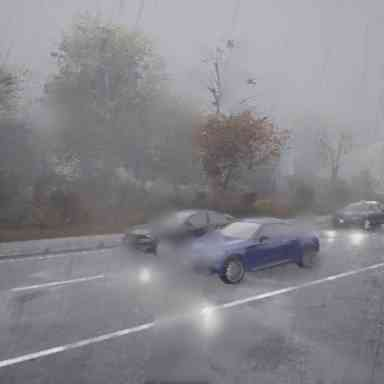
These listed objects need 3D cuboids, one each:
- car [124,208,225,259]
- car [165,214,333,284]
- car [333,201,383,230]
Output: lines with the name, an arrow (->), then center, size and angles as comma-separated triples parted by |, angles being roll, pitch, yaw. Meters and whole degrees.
car -> -0.068, 1.405, 12.491 | 5.008, 1.535, 1.882 | 0, 0, -35
car -> 1.776, 1.473, 9.510 | 4.674, 1.442, 1.812 | 0, 0, -35
car -> 10.233, 1.328, 19.704 | 4.892, 1.490, 1.837 | -1, 1, -35
